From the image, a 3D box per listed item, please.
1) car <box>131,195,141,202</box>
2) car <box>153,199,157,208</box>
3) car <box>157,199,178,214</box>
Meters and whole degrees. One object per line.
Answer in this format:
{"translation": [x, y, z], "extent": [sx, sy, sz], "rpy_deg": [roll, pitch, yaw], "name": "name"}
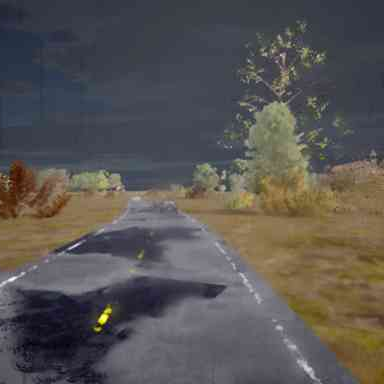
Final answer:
{"translation": [-12.936, 1.465, 76.672], "extent": [2.097, 1.767, 4.553], "rpy_deg": [0, 0, -11], "name": "car"}
{"translation": [-4.710, 1.662, 49.379], "extent": [1.895, 1.301, 4.718], "rpy_deg": [0, 0, -10], "name": "car"}
{"translation": [-2.593, 1.567, 36.447], "extent": [1.812, 1.442, 4.674], "rpy_deg": [0, 0, -8], "name": "car"}
